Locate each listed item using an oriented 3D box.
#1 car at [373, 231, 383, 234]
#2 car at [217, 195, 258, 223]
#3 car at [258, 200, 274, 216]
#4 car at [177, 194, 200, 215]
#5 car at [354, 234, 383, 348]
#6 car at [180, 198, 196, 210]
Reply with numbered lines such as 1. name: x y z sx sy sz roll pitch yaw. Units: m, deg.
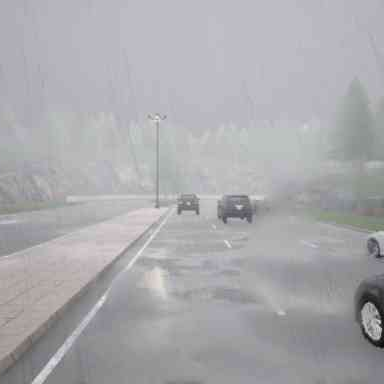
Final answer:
1. car: 6.956 1.526 9.549 1.812 1.442 4.674 0 0 -1
2. car: 3.245 1.221 25.745 2.150 2.045 5.566 0 0 -1
3. car: 6.659 1.491 32.645 2.128 1.511 4.902 0 0 -1
4. car: -0.367 1.221 34.337 2.150 2.045 5.566 0 0 0
5. car: 3.534 1.503 3.397 1.837 1.490 4.892 0 -1 -1
6. car: -0.485 1.547 44.523 2.033 1.411 5.357 0 0 0
